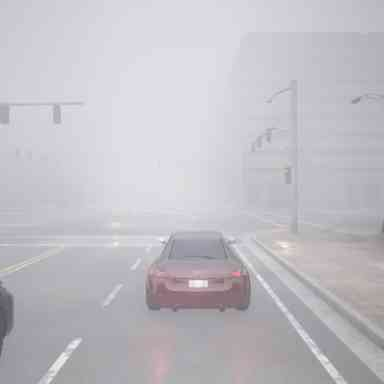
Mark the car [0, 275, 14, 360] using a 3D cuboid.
[{"bbox_3d":[-3.398,1.222,1.971,2.150,2.045,5.566,0,0,0],"label":"car"}]

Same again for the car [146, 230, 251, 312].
[{"bbox_3d":[0.117,1.564,7.784,1.994,1.385,4.181,0,0,0],"label":"car"}]
